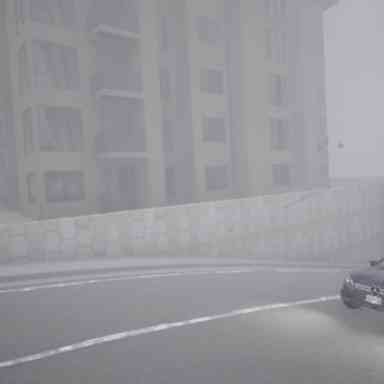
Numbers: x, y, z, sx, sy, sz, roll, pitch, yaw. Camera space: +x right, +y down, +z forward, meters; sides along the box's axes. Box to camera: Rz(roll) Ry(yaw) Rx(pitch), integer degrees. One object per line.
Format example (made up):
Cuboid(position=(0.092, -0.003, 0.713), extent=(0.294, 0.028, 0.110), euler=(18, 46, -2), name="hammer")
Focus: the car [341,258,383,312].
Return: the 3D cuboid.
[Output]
Cuboid(position=(5.513, 2.185, 7.986), extent=(4.674, 1.442, 1.812), euler=(9, -5, -36), name="car")
